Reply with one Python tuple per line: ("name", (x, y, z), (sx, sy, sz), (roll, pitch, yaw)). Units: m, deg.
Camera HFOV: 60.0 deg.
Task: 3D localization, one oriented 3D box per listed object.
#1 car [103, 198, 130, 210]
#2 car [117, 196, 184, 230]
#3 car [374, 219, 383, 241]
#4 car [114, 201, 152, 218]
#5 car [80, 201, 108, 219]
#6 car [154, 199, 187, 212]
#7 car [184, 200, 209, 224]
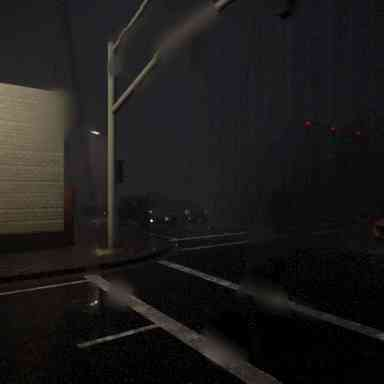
("car", (-10.160, 1.581, 44.472), (1.812, 1.442, 4.674), (0, 0, -36))
("car", (-3.126, 1.277, 22.321), (2.150, 2.045, 5.566), (0, 0, -36))
("car", (10.591, 1.510, 15.847), (5.008, 1.535, 1.882), (0, 0, -35))
("car", (-5.780, 1.619, 32.062), (1.994, 1.385, 4.181), (0, 0, -35))
("car", (-8.593, 1.619, 29.985), (1.994, 1.385, 4.181), (0, 0, -35))
("car", (-2.675, 1.581, 40.086), (1.812, 1.442, 4.674), (0, 0, -36))
("car", (-0.759, 1.407, 25.034), (2.097, 1.767, 4.553), (0, 0, -36))
